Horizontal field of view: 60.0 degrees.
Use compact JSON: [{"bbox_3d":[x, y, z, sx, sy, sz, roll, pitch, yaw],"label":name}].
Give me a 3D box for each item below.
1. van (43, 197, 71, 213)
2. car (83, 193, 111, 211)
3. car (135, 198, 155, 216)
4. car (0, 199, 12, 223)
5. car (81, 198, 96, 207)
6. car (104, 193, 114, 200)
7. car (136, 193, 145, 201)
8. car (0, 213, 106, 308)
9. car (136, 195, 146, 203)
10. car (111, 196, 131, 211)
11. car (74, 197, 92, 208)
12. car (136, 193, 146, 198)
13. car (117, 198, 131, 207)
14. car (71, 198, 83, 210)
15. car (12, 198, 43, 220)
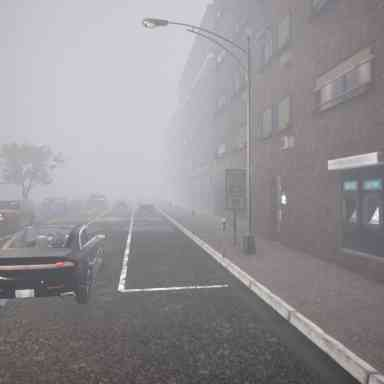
[{"bbox_3d":[-12.817,1.353,31.091,1.690,1.788,3.998,0,0,-9],"label":"van"},{"bbox_3d":[-11.946,1.227,42.188,2.150,2.045,5.566,0,0,-9],"label":"car"},{"bbox_3d":[-4.555,1.556,32.487,2.008,1.369,4.403,0,0,-9],"label":"car"},{"bbox_3d":[-10.035,1.325,14.382,2.192,1.841,5.009,0,0,-9],"label":"car"},{"bbox_3d":[-16.528,1.581,53.371,1.802,1.307,4.206,1,0,-9],"label":"car"},{"bbox_3d":[-23.016,1.264,92.359,2.192,1.841,5.009,1,0,-9],"label":"car"},{"bbox_3d":[-12.898,1.276,82.617,2.192,1.841,5.009,1,0,-9],"label":"car"},{"bbox_3d":[-3.210,1.495,7.989,2.128,1.511,4.902,0,0,-9],"label":"car"},{"bbox_3d":[-11.045,1.416,71.478,1.967,1.590,4.097,1,0,-9],"label":"car"},{"bbox_3d":[-8.687,1.530,41.280,1.812,1.442,4.674,0,0,-9],"label":"car"},{"bbox_3d":[-15.573,1.529,47.633,1.752,1.417,4.829,0,0,-9],"label":"car"},{"bbox_3d":[-10.118,1.422,65.909,1.967,1.590,4.097,0,0,-9],"label":"car"},{"bbox_3d":[-10.370,1.599,51.143,1.895,1.301,4.718,0,0,-9],"label":"car"},{"bbox_3d":[-14.673,1.590,42.231,1.802,1.307,4.206,0,0,-9],"label":"car"},{"bbox_3d":[-10.963,1.327,19.952,2.192,1.841,5.009,0,0,-9],"label":"car"}]
